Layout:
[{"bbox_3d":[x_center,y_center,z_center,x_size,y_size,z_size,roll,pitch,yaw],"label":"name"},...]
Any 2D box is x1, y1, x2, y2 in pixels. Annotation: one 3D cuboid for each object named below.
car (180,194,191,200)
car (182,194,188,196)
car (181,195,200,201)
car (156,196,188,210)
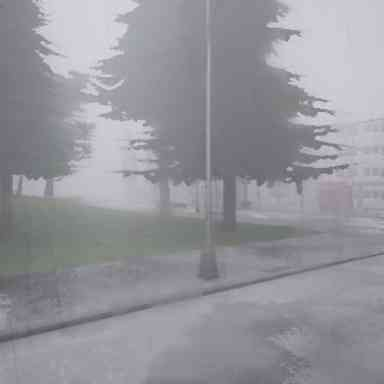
[{"bbox_3d":[-1.742,1.315,89.075,1.845,1.501,3.633,0,0,-24],"label":"car"},{"bbox_3d":[-0.448,1.402,86.593,4.536,1.218,1.853,0,0,-6],"label":"car"},{"bbox_3d":[-0.396,1.559,86.599,4.974,1.542,2.038,0,0,-6],"label":"car"},{"bbox_3d":[-2.567,1.551,41.992,1.895,1.301,4.718,0,0,-35],"label":"car"}]
